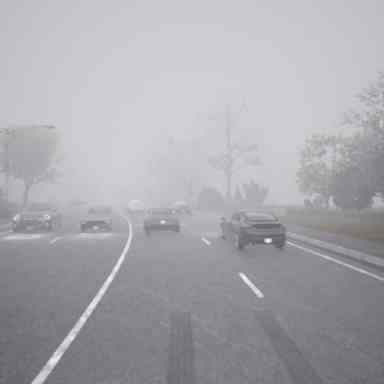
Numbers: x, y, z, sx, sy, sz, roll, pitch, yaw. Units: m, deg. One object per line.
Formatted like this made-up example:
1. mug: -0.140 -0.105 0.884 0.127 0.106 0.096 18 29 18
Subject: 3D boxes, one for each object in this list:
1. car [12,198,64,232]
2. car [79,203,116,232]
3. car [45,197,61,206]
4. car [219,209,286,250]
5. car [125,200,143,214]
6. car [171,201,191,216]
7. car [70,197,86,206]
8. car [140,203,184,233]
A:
1. car: -9.325 1.402 20.462 2.097 1.767 4.553 0 0 -12
2. car: -5.794 1.590 20.930 2.033 1.411 5.357 0 0 -11
3. car: -24.934 1.676 59.461 1.994 1.385 4.181 0 0 -32
4. car: 2.470 1.517 14.480 1.837 1.490 4.892 0 0 -7
5. car: -6.279 1.590 36.968 1.812 1.442 4.674 0 0 -18
6. car: -1.381 1.576 33.008 1.812 1.442 4.674 0 0 -16
7. car: -19.975 1.661 58.191 2.033 1.411 5.357 0 0 -30
8. car: -1.912 1.595 19.922 1.994 1.385 4.181 0 0 -10
